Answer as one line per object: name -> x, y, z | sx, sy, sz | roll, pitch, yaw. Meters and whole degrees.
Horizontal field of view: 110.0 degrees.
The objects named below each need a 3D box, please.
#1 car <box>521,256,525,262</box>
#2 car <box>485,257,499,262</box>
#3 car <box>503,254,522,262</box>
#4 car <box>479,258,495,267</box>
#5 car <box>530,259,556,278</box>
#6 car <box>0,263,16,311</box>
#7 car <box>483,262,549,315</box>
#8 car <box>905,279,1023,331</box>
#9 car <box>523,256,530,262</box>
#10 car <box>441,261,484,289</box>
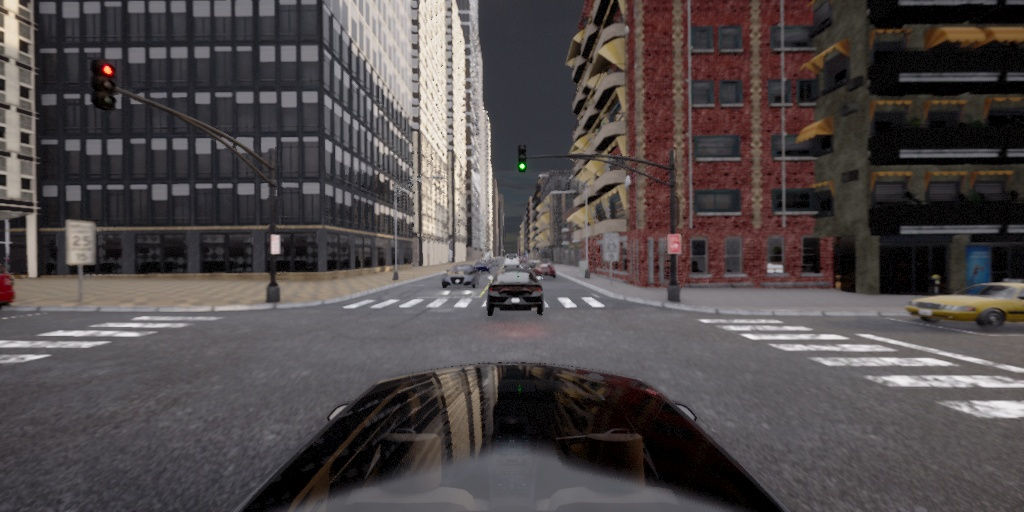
car -> 2.660, 1.034, 48.877 | 2.007, 1.370, 4.403 | 0, 0, 0
car -> -3.045, 1.082, 56.981 | 1.994, 1.385, 4.181 | -1, 0, 0
car -> -0.044, 0.720, 52.102 | 2.150, 2.045, 5.566 | -1, 0, 0
car -> -3.124, 1.198, 37.797 | 1.895, 1.301, 4.718 | -1, 0, 0
car -> 2.721, 1.150, 30.311 | 1.802, 1.307, 4.207 | 0, 0, 0
car -> -17.718, 0.911, 10.318 | 5.009, 1.841, 2.192 | 0, 0, -1
car -> 0.106, 1.188, 13.559 | 1.882, 1.535, 5.008 | 0, 1, 0
car -> 14.627, 1.365, 10.623 | 4.829, 1.417, 1.751 | 0, 0, -1
car -> 2.662, 1.060, 43.229 | 2.007, 1.370, 4.403 | 0, 0, 0
car -> -3.119, 1.232, 22.460 | 1.994, 1.385, 4.181 | -1, 0, 0
